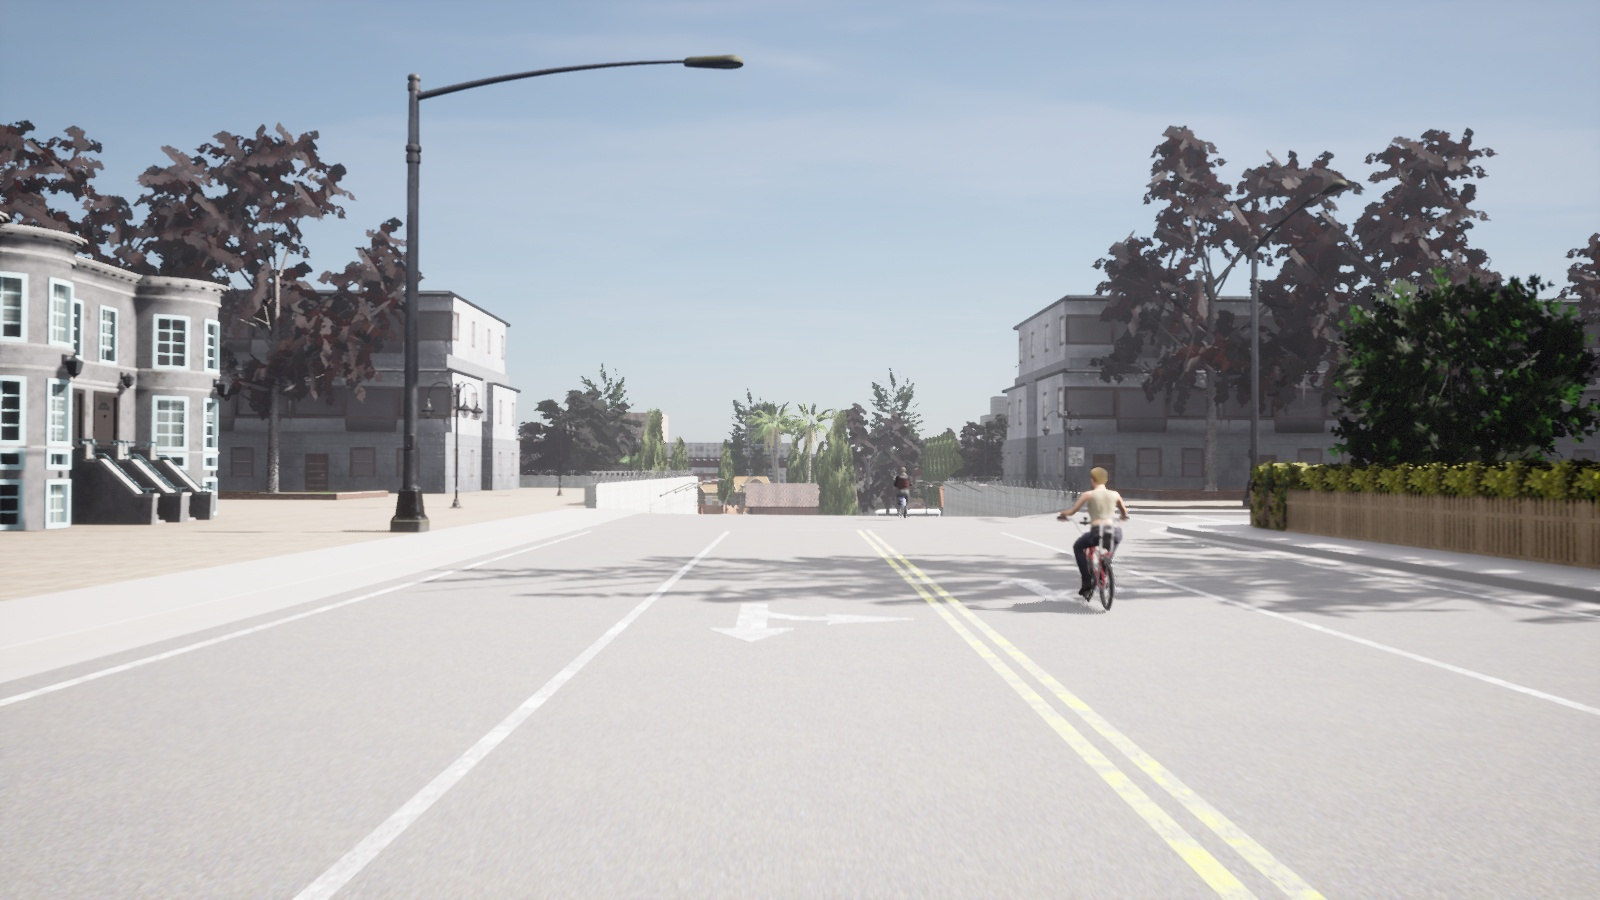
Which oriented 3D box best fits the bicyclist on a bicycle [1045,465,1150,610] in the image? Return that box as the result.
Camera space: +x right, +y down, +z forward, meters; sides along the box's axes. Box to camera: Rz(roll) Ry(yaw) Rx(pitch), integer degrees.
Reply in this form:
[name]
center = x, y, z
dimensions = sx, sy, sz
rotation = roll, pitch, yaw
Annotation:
[bicyclist on a bicycle]
center = 3.459, 0.984, 14.752
dimensions = 0.866, 1.612, 1.509
rotation = 0, -1, 0
